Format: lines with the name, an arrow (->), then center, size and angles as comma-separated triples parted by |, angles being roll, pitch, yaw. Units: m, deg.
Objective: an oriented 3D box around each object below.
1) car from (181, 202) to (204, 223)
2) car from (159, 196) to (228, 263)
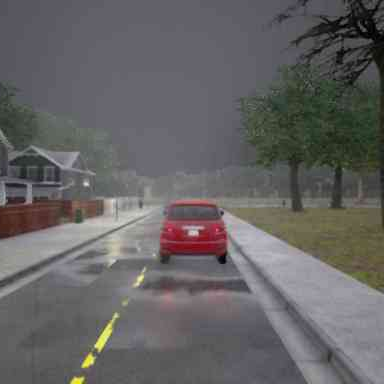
car -> 0.069, 1.682, 28.629 | 1.837, 1.490, 4.892 | 0, 0, 0
car -> 0.063, 1.299, 12.424 | 2.150, 2.045, 5.566 | 0, 0, 0
